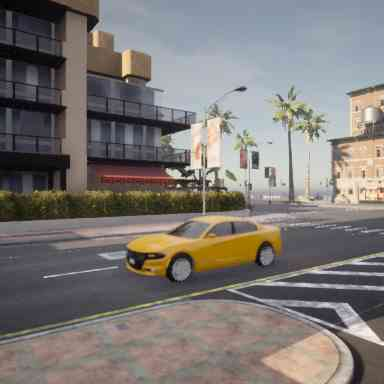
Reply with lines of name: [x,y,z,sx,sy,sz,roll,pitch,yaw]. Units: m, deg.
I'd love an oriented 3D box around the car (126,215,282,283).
car: [0.520,1.478,9.873,5.008,1.535,1.882,0,0,-35]

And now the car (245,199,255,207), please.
car: [7.027,1.491,48.496,2.128,1.511,4.902,0,0,-35]
